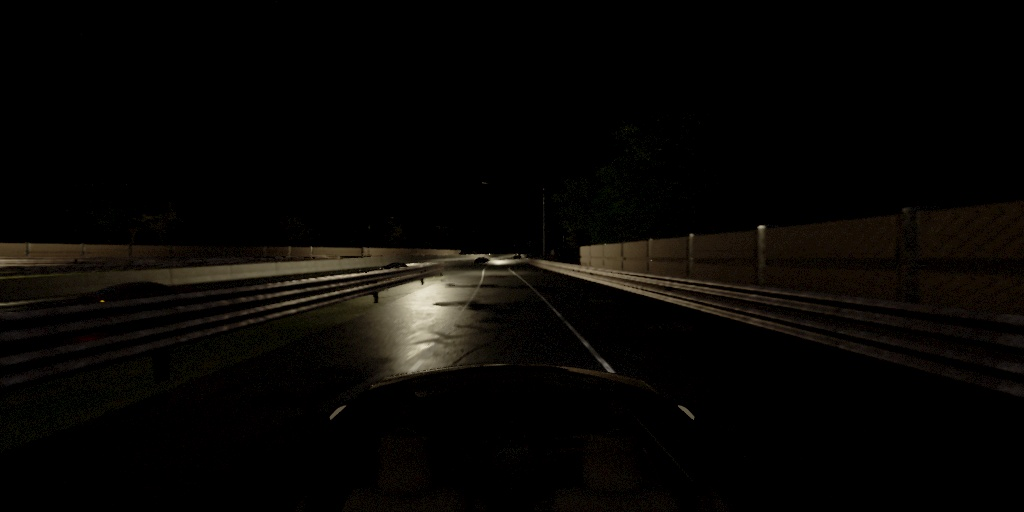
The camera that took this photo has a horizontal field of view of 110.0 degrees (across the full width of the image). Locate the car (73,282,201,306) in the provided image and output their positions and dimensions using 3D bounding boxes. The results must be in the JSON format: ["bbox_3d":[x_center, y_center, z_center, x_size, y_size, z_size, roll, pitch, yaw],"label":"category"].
[{"bbox_3d":[-18.111,2.003,17.702,1.812,1.442,4.674,0,2,12],"label":"car"}]

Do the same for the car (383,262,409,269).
[{"bbox_3d":[-12.971,1.405,40.921,1.812,1.442,4.674,0,2,12],"label":"car"}]
